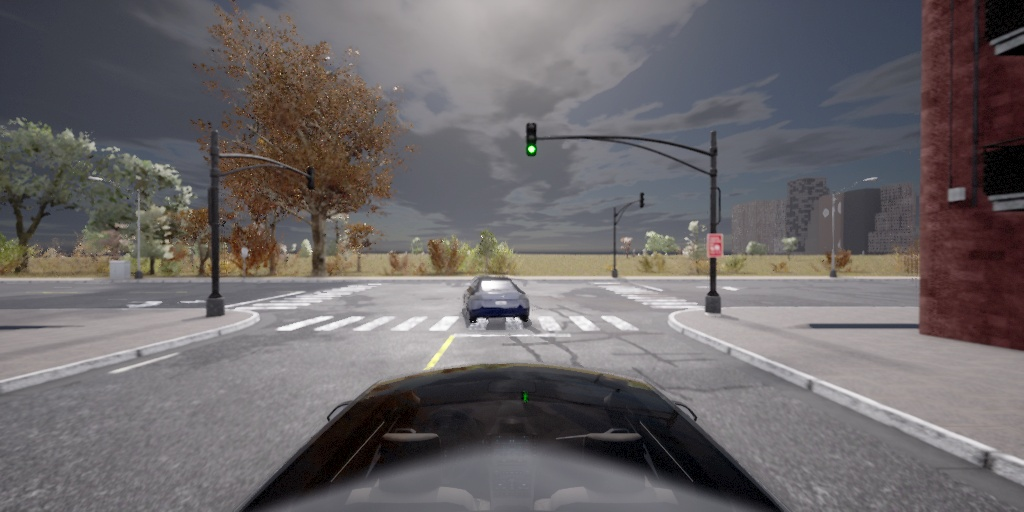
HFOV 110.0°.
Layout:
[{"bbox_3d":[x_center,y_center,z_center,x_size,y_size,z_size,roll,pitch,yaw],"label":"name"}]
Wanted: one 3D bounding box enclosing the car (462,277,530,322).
[{"bbox_3d":[-0.700,1.436,12.850,1.994,1.385,4.181,0,-1,-10],"label":"car"}]
